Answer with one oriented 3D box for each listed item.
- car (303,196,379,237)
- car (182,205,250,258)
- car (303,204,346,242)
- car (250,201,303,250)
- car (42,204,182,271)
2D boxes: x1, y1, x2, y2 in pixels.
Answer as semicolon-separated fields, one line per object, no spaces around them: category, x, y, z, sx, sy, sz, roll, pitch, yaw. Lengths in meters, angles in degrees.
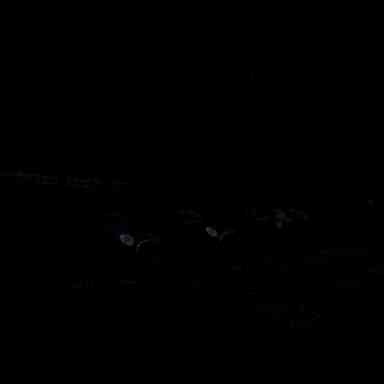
car;6.942;1.228;17.999;5.566;2.045;2.435;-1;0;35
car;-0.435;1.358;12.746;4.553;1.767;2.185;-1;-1;34
car;4.507;1.482;16.239;4.892;1.521;2.231;-1;-1;34
car;2.073;1.356;14.461;4.553;1.767;2.185;-1;0;34
car;-2.896;1.360;10.983;4.553;1.767;2.185;-1;-1;35
